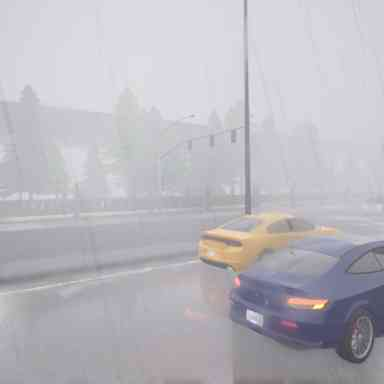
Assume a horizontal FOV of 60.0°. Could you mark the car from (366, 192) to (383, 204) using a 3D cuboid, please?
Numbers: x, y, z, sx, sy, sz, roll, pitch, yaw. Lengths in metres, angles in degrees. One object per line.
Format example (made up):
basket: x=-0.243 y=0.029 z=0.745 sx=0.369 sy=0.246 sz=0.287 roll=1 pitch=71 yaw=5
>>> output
car: x=24.331 y=0.739 z=42.822 sx=5.008 sy=1.535 sz=1.882 roll=-1 pitch=1 yaw=-35

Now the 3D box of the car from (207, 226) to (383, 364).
car: x=2.707 y=1.458 z=5.720 sx=4.674 sy=1.442 sz=1.812 roll=-1 pitch=1 yaw=-35

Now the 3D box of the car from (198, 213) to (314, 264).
car: x=2.516 y=1.373 z=9.869 sx=5.008 sy=1.535 sz=1.882 roll=-1 pitch=1 yaw=-35
